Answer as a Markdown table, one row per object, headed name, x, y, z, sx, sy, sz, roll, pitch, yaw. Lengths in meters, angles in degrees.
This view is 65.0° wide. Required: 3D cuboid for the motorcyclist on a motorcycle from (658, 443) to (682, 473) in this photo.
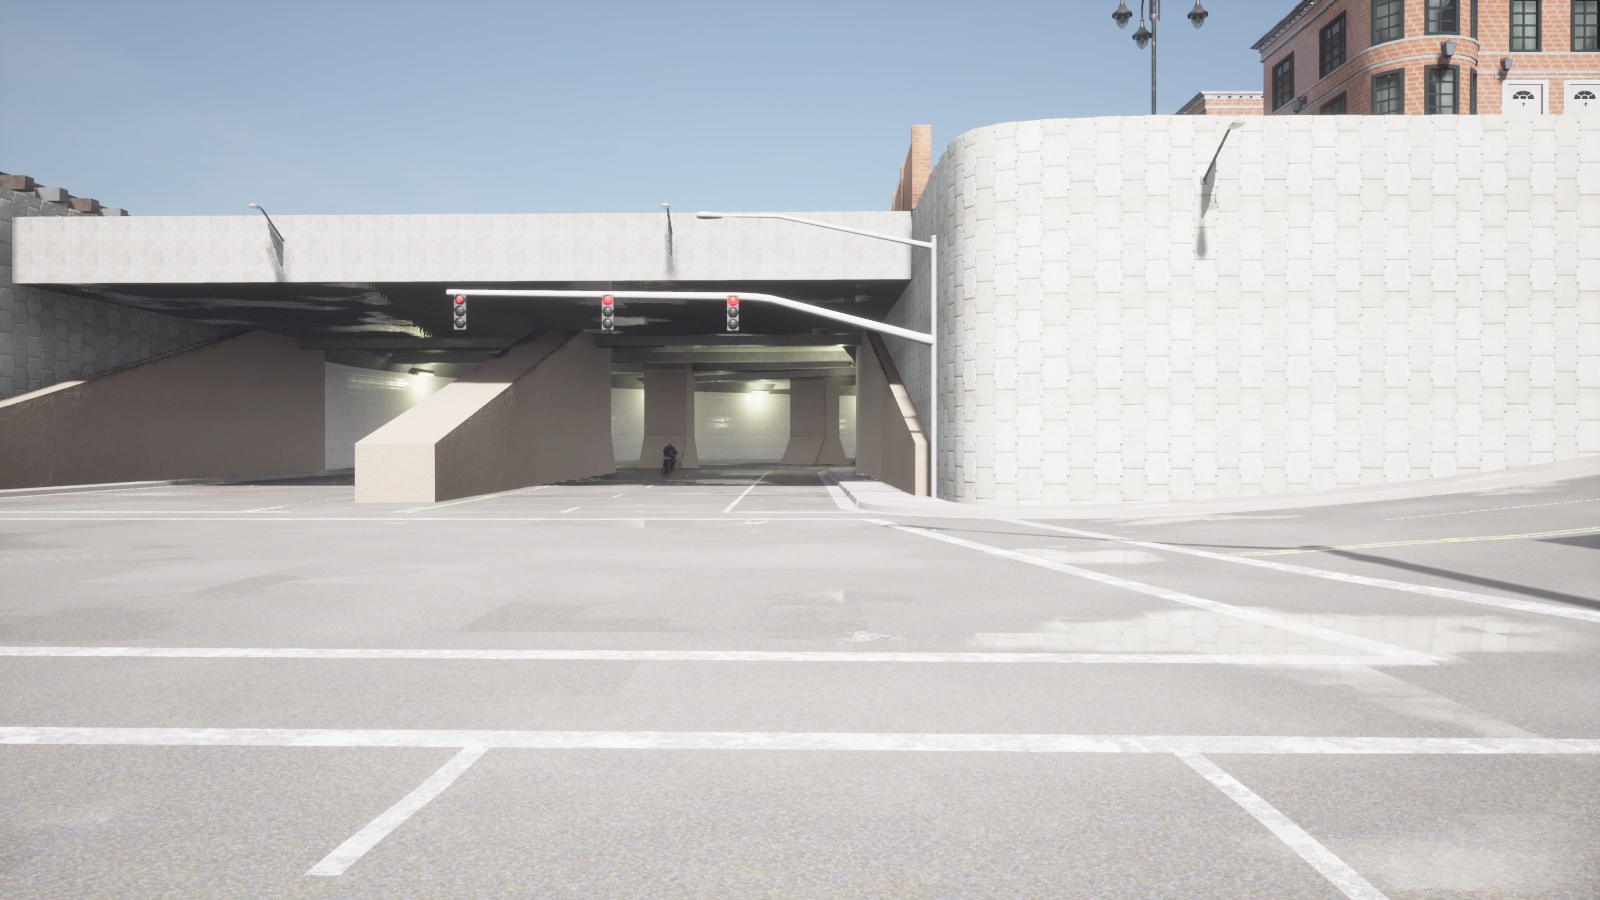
| name | x | y | z | sx | sy | sz | roll | pitch | yaw |
| --- | --- | --- | --- | --- | --- | --- | --- | --- | --- |
| motorcyclist on a motorcycle | -6.722 | 0.409 | 64.980 | 0.866 | 1.530 | 2.191 | 0 | 0 | 4 |
